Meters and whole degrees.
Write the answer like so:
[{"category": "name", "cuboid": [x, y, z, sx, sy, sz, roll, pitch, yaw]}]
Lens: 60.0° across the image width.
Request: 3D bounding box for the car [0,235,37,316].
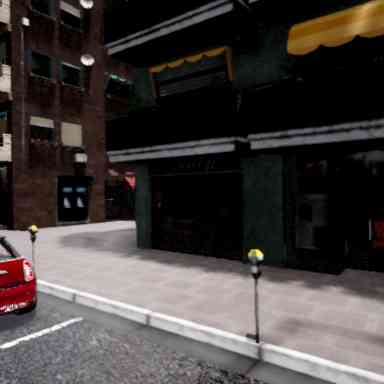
[{"category": "car", "cuboid": [-4.760, 1.404, 6.218, 4.097, 1.590, 1.967, 0, 0, 35]}]
